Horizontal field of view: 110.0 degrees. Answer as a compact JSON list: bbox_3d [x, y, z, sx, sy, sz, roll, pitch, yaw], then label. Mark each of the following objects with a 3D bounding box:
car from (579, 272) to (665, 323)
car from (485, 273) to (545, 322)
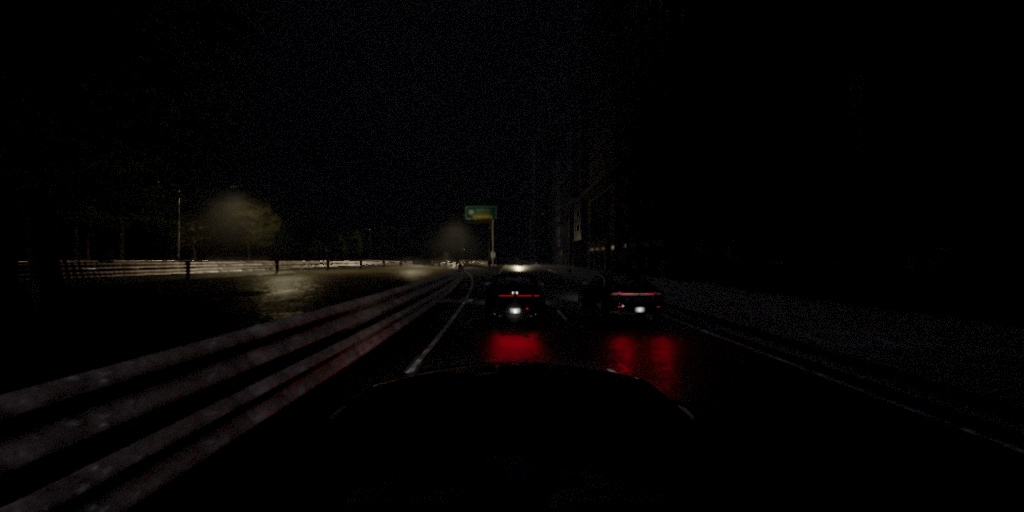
[{"bbox_3d":[3.596,1.310,12.498,2.128,1.511,4.902,0,0,0],"label":"car"},{"bbox_3d":[0.098,1.321,12.555,1.837,1.490,4.892,0,0,0],"label":"car"}]
